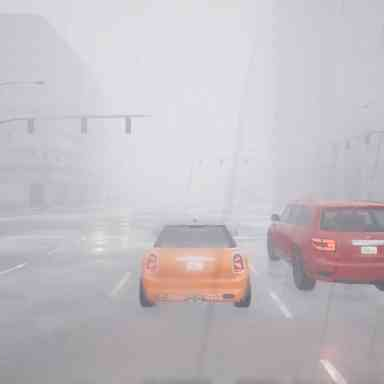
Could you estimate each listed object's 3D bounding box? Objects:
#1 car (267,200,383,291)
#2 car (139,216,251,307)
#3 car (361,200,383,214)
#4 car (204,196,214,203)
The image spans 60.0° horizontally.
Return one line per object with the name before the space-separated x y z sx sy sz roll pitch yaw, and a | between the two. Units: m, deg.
car | 3.556 1.221 9.134 2.150 2.045 5.566 0 0 3
car | 0.077 1.352 8.115 2.097 1.767 4.553 0 0 1
car | 20.540 1.564 35.269 4.181 1.385 1.994 0 0 1
car | 3.709 1.525 71.099 1.812 1.442 4.674 0 0 0
